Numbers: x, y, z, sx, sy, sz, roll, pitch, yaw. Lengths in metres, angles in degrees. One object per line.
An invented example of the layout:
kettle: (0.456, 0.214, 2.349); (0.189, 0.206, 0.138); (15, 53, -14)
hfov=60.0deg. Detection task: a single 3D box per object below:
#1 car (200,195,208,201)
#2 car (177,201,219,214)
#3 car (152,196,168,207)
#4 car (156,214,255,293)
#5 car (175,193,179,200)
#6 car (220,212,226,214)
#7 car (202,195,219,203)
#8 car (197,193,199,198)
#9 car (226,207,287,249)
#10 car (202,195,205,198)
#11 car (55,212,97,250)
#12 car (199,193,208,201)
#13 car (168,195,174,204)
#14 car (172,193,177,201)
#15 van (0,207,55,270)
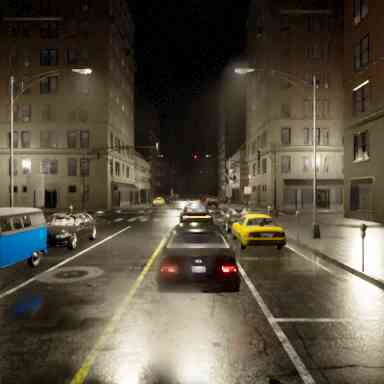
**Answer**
car: (3.004, 1.554, 86.165); (1.947, 1.339, 4.313); (0, 0, 0)
car: (0.192, 1.491, 19.416); (2.128, 1.511, 4.902); (0, 0, -2)
car: (-5.168, 1.523, 51.938); (1.752, 1.417, 4.829); (0, 0, 0)
car: (0.136, 1.547, 8.970); (2.033, 1.411, 5.357); (0, 0, 0)
car: (-5.021, 1.428, 86.194); (1.967, 1.590, 4.097); (0, 0, 0)
car: (2.720, 1.550, 19.517); (2.008, 1.369, 4.403); (0, 0, 0)
car: (2.834, 1.549, 46.393); (2.008, 1.369, 4.403); (0, 0, 0)
car: (2.980, 1.305, 80.483); (2.192, 1.841, 5.009); (0, 0, 0)
car: (2.703, 1.525, 14.281); (1.752, 1.417, 4.829); (0, 0, 0)
car: (2.858, 1.579, 52.074); (1.802, 1.307, 4.206); (0, 0, 0)
car: (-5.332, 1.550, 14.145); (2.008, 1.369, 4.403); (0, 0, 0)
car: (2.931, 1.434, 69.120); (1.967, 1.590, 4.097); (0, 0, 0)
car: (-5.118, 1.561, 63.470); (1.947, 1.339, 4.313); (0, 0, 0)
car: (-5.069, 1.542, 74.832); (2.008, 1.369, 4.403); (0, 0, 0)
van: (-5.357, 1.341, 8.738); (1.690, 1.788, 3.998); (0, 0, 0)
